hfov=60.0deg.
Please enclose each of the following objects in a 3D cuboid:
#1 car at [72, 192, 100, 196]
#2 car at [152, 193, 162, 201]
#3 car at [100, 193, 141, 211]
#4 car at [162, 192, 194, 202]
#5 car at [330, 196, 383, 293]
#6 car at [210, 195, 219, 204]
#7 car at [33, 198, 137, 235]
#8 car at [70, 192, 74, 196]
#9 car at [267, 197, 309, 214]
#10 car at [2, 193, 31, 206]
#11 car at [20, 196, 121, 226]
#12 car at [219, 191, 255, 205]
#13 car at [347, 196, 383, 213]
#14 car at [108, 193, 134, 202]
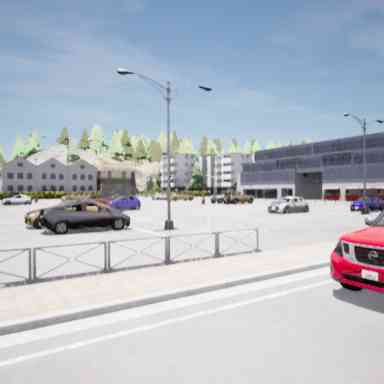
[{"bbox_3d":[-12.434,1.144,42.416,4.514,1.523,2.007,0,0,-33],"label":"car"},{"bbox_3d":[-5.902,0.926,65.235,3.806,1.475,1.970,0,0,-33],"label":"car"},{"bbox_3d":[-7.100,1.181,33.966,3.633,1.501,1.845,0,0,-33],"label":"car"},{"bbox_3d":[-2.182,0.855,59.996,5.027,1.636,2.152,0,0,-33],"label":"car"},{"bbox_3d":[5.575,1.153,7.602,5.566,2.045,2.150,-1,0,-33],"label":"car"},{"bbox_3d":[4.693,0.798,49.206,3.866,1.878,1.905,0,0,-33],"label":"car"},{"bbox_3d":[-5.477,1.279,17.235,4.514,1.523,2.007,0,0,-33],"label":"car"},{"bbox_3d":[-18.529,0.919,53.303,4.605,1.855,1.932,0,0,-33],"label":"car"},{"bbox_3d":[8.614,1.186,29.758,3.806,1.475,1.970,0,0,-33],"label":"car"},{"bbox_3d":[-25.658,1.243,48.716,3.806,1.475,1.970,0,0,-33],"label":"car"},{"bbox_3d":[-7.207,1.266,19.852,5.027,1.636,2.152,0,0,-33],"label":"car"},{"bbox_3d":[6.602,0.820,46.977,4.605,1.855,1.932,0,0,-33],"label":"car"},{"bbox_3d":[16.474,1.126,31.232,3.633,1.501,1.845,0,0,-33],"label":"car"},{"bbox_3d":[-13.815,1.037,64.537,4.514,1.523,2.007,0,0,-33],"label":"car"}]
